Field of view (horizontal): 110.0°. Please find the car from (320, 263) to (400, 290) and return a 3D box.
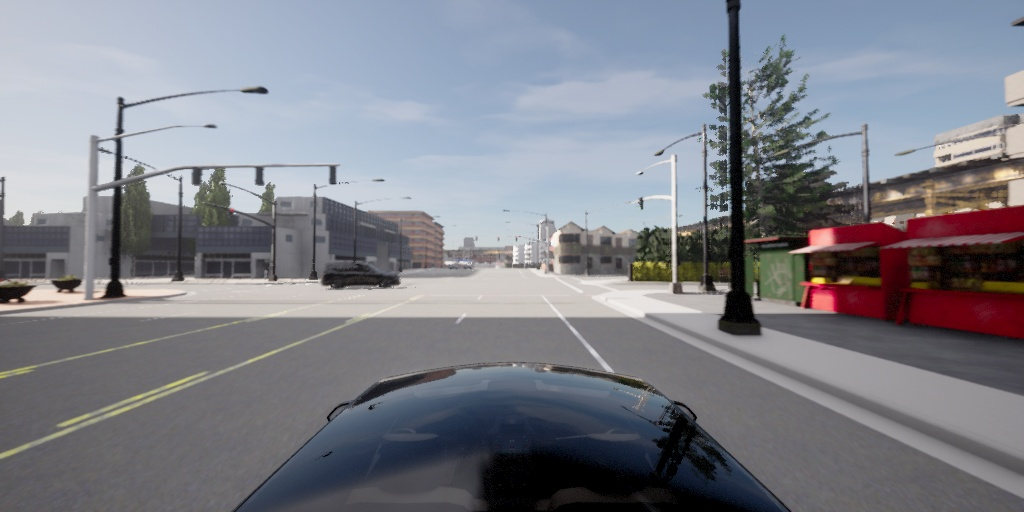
[{"bbox_3d":[-11.413,1.548,27.235,5.566,2.045,2.150,0,1,-16],"label":"car"}]
